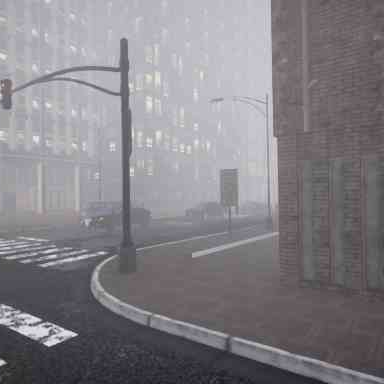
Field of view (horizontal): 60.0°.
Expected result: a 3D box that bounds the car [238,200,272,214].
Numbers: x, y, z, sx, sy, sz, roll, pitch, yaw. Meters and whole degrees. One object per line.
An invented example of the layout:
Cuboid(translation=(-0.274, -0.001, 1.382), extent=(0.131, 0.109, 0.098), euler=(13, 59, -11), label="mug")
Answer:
Cuboid(translation=(7.282, 1.707, 37.485), extent=(1.895, 1.301, 4.718), euler=(-1, -1, 36), label="car")

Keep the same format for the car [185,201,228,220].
Cuboid(translation=(1.328, 1.563, 29.197), extent=(1.882, 1.535, 5.008), euler=(-1, -1, 36), label="car")

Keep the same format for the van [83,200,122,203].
Cuboid(translation=(-5.975, 1.460, 23.464), extent=(1.690, 1.788, 3.998), euler=(-2, -1, 36), label="van")

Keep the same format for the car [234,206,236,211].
Cuboid(translation=(6.864, 1.689, 41.370), extent=(1.752, 1.417, 4.829), euler=(-2, -1, 36), label="car")

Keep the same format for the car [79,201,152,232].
Cuboid(translation=(-4.599, 1.558, 20.949), extent=(2.128, 1.511, 4.902), euler=(-1, -1, 34), label="car")
